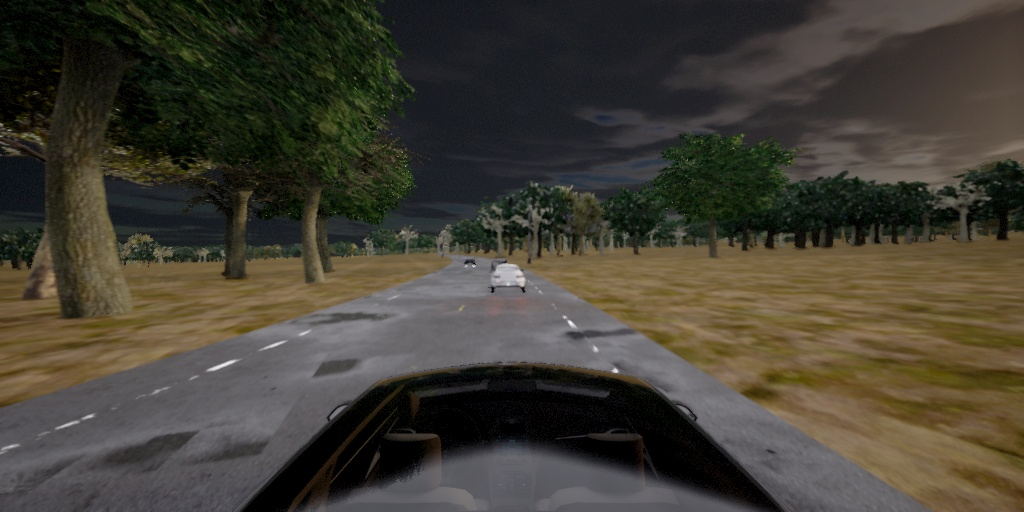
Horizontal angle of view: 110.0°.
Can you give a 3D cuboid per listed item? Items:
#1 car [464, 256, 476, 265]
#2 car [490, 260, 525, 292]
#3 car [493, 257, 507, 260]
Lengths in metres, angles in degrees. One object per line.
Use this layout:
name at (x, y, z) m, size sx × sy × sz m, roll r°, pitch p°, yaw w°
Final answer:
car at (-6.625, 0.702, 56.909) m, size 2.033 × 1.411 × 5.357 m, roll 0°, pitch 1°, yaw -6°
car at (-0.269, 1.146, 20.153) m, size 1.812 × 1.442 × 4.674 m, roll 0°, pitch 1°, yaw -2°
car at (-1.330, 0.892, 39.044) m, size 2.128 × 1.511 × 4.902 m, roll 0°, pitch 1°, yaw -4°
